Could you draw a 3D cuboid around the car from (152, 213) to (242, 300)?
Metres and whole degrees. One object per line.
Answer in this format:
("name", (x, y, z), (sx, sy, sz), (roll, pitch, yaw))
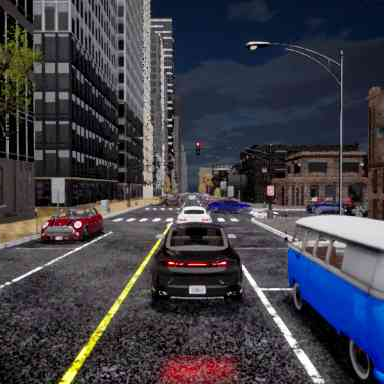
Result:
("car", (0.105, 1.502, 8.382), (1.837, 1.490, 4.892), (0, 0, 0))

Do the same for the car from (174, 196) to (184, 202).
("car", (-2.929, 1.535, 75.842), (1.994, 1.385, 4.181), (0, 0, 0))

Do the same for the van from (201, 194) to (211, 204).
("van", (2.736, 1.325, 65.356), (1.690, 1.788, 3.998), (-1, 0, 0))

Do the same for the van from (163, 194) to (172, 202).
("van", (-5.601, 1.323, 76.707), (1.690, 1.788, 3.998), (-1, 0, 0))

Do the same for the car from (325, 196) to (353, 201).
("car", (16.563, 1.411, 39.410), (5.009, 1.841, 2.192), (1, 0, 1))

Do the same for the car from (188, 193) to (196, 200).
("car", (0.084, 1.257, 91.027), (2.097, 1.767, 4.553), (0, 0, 0))

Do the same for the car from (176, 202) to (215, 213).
("car", (0.111, 1.520, 18.739), (1.812, 1.442, 4.674), (0, 0, 0))

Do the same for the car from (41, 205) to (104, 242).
("car", (-5.689, 1.435, 16.183), (1.967, 1.590, 4.097), (-1, 0, 0))

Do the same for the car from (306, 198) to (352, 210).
("car", (14.850, 1.684, 36.849), (4.181, 1.385, 1.994), (1, 1, 1))

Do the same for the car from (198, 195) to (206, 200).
("car", (2.765, 1.531, 93.576), (2.008, 1.369, 4.403), (-1, 0, 0))

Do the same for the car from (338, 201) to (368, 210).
("car", (16.446, 1.793, 31.034), (4.313, 1.339, 1.947), (1, 0, 1))

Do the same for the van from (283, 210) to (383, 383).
("van", (2.680, 1.340, 5.091), (1.690, 1.788, 3.998), (-1, 0, 0))

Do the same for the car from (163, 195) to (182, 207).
("car", (-3.045, 1.551, 52.012), (1.994, 1.385, 4.181), (0, 0, 0))

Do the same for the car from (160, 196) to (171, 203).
("car", (-5.603, 1.549, 71.063), (1.947, 1.339, 4.313), (-1, 0, 0))

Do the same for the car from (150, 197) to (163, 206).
("car", (-5.790, 1.512, 53.960), (1.752, 1.417, 4.829), (-1, 0, 0))

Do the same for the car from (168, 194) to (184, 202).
("car", (-2.979, 1.335, 65.406), (2.097, 1.767, 4.553), (0, 0, 1))

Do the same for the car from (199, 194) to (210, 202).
("car", (2.732, 1.425, 59.712), (1.967, 1.590, 4.097), (-1, 0, 0))

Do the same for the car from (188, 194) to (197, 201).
("car", (0.075, 1.504, 81.023), (1.812, 1.442, 4.674), (0, 0, 0))

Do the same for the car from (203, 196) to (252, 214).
("car", (3.938, 1.527, 35.042), (4.674, 1.442, 1.812), (1, 1, 29))
